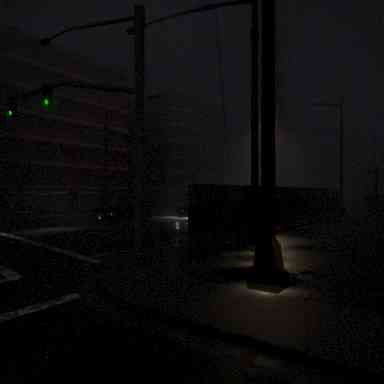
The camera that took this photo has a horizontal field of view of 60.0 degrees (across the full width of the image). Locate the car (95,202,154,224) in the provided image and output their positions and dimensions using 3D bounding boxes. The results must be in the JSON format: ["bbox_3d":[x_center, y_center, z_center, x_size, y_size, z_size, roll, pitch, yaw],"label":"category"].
[{"bbox_3d":[-4.911,1.491,24.772,2.128,1.511,4.902,0,0,35],"label":"car"}]

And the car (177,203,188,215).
[{"bbox_3d":[0.527,1.505,32.516,1.837,1.490,4.892,0,0,35],"label":"car"}]
